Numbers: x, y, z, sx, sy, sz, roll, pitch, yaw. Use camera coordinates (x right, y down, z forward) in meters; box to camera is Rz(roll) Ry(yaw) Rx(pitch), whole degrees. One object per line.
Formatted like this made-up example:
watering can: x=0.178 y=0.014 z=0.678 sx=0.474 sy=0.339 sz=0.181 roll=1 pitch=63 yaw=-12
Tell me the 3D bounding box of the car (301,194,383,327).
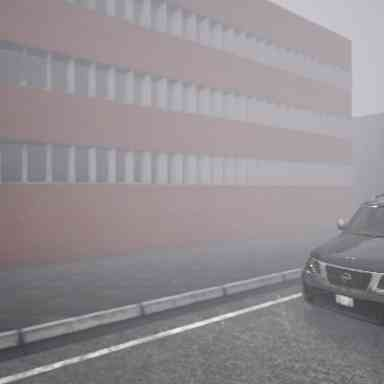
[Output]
car: x=4.670 y=1.081 z=7.026 sx=5.566 sy=2.045 sz=2.150 roll=-9 pitch=5 yaw=-36
